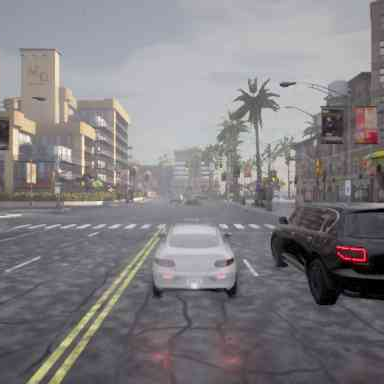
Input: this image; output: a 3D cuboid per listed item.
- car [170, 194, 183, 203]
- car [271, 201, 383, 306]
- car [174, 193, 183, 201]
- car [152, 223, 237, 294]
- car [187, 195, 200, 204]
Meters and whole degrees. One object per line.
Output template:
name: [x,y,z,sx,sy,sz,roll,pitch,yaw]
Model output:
car: [-3.612,1.625,71.203,1.994,1.385,4.181,0,0,0]
car: [3.555,1.230,8.189,2.150,2.045,5.566,0,0,0]
car: [-3.648,1.319,91.751,2.150,2.045,5.566,0,0,0]
car: [0.058,1.534,8.657,1.812,1.442,4.674,0,0,0]
car: [-0.021,1.559,66.036,2.128,1.511,4.902,0,0,0]
